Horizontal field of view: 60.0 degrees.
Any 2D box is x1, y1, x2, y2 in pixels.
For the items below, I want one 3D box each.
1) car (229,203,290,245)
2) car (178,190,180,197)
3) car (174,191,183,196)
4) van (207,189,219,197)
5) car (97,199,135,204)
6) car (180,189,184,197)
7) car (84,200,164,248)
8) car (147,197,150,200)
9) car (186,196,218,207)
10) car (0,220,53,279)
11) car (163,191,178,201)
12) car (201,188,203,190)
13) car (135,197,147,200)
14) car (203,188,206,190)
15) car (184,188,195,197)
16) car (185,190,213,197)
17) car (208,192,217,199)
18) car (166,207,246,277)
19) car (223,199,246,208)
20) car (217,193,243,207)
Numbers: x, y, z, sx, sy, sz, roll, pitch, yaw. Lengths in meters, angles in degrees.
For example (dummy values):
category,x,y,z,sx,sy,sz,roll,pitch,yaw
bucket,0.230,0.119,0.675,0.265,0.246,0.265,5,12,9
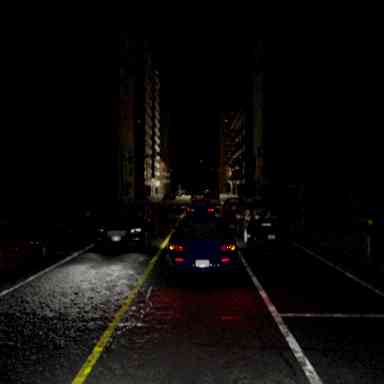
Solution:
category,x,y,z,sx,sy,sz,roll,pitch,yaw
car,2.933,1.368,14.225,2.008,1.369,4.403,0,1,1
car,-3.967,0.718,63.701,1.887,1.381,4.507,0,1,1
car,-3.449,0.439,86.422,1.947,1.339,4.313,0,1,1
van,3.927,0.596,57.845,1.690,1.788,3.998,0,1,1
car,-4.964,1.178,19.916,1.967,1.590,4.097,0,1,1
car,-3.582,0.478,80.572,1.752,1.417,4.829,0,1,1
car,-2.560,1.309,13.888,2.128,1.511,4.902,0,1,1
car,-4.713,1.147,30.950,2.008,1.369,4.403,0,1,1
car,0.588,1.234,22.559,1.812,1.442,4.674,0,1,1
car,-5.216,1.462,8.884,1.802,1.307,4.206,0,1,1
car,-4.096,0.798,58.022,2.008,1.369,4.403,0,1,1
car,1.976,0.206,87.994,2.097,1.767,4.553,0,1,1
car,-4.843,1.195,25.263,1.752,1.417,4.829,0,1,1
car,4.575,0.196,86.242,2.192,1.841,5.009,0,1,1
car,-0.896,0.404,82.675,1.882,1.535,5.008,0,1,1
car,0.789,0.933,32.467,2.097,1.767,4.553,0,1,4
car,4.186,0.690,69.206,1.802,1.307,4.206,0,1,1
car,0.293,1.399,9.744,1.812,1.442,4.674,0,1,1
car,3.059,1.328,19.742,1.802,1.307,4.206,0,1,1
car,3.184,1.116,25.258,1.967,1.590,4.097,0,1,1
